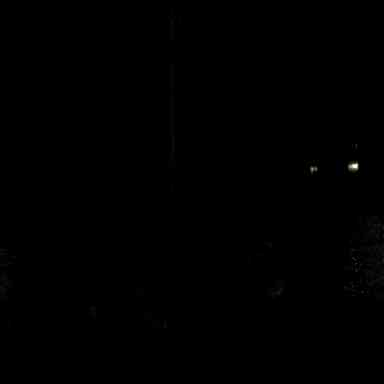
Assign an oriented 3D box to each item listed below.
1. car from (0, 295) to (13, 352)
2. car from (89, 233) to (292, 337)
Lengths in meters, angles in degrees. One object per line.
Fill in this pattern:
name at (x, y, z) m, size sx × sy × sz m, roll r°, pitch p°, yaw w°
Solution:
car at (-4.552, 1.527, 3.290) m, size 4.829 × 1.417 × 1.752 m, roll 0°, pitch 0°, yaw -36°
car at (0.184, 1.564, 6.671) m, size 4.313 × 1.339 × 1.947 m, roll 0°, pitch 0°, yaw -36°
